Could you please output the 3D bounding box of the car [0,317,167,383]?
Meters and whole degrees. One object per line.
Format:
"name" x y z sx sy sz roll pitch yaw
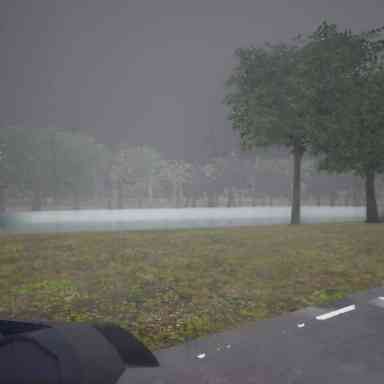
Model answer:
"car" -2.350 1.492 1.264 4.902 1.511 2.128 1 -1 -34
